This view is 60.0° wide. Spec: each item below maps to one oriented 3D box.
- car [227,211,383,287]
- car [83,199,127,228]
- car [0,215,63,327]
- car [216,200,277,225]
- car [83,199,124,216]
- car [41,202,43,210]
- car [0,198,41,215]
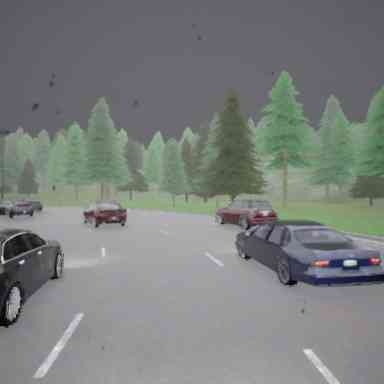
[{"bbox_3d":[2.788,1.485,9.262,2.033,1.411,5.357,0,0,-10],"label":"car"},{"bbox_3d":[-5.841,1.392,21.915,1.882,1.535,5.008,0,0,-30],"label":"car"},{"bbox_3d":[-4.069,1.489,6.851,1.837,1.490,4.892,0,0,-8],"label":"car"},{"bbox_3d":[3.216,1.232,20.199,2.097,1.767,4.553,-1,0,-22],"label":"car"},{"bbox_3d":[-8.445,1.403,31.439,1.812,1.442,4.674,0,0,-43],"label":"car"},{"bbox_3d":[-17.394,1.398,34.507,4.902,1.511,2.128,0,0,36],"label":"car"},{"bbox_3d":[-15.189,1.418,28.396,4.902,1.511,2.128,0,0,44],"label":"car"}]
